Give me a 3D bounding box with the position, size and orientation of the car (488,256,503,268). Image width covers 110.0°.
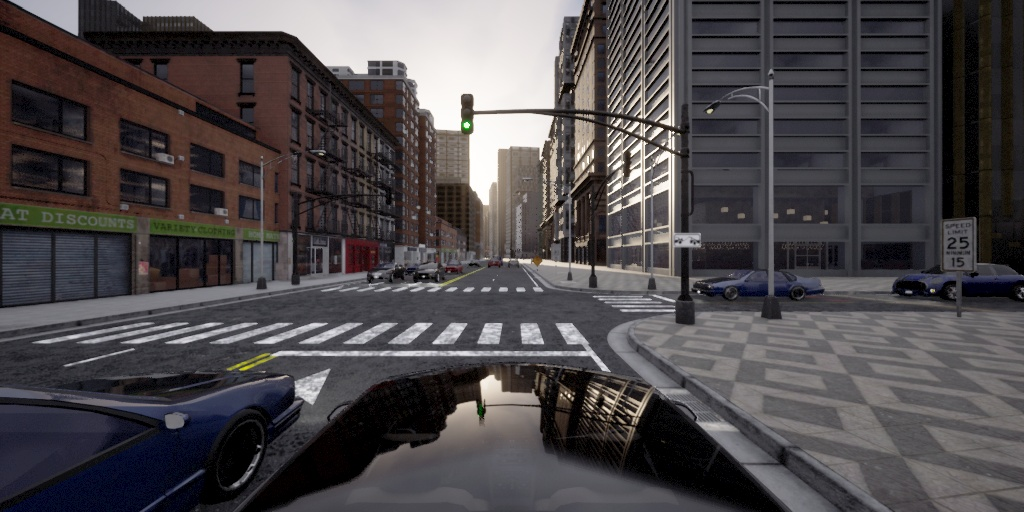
[{"bbox_3d":[-2.977,1.082,61.613,2.097,1.767,4.553,0,0,1],"label":"car"}]

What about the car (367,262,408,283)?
[{"bbox_3d":[-9.770,1.243,28.270,2.128,1.511,4.902,0,0,0],"label":"car"}]

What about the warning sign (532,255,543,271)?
[{"bbox_3d":[2.970,0.859,42.114,1.300,1.860,1.060,0,0,0],"label":"warning sign"}]

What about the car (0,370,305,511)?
[{"bbox_3d":[-3.149,1.298,1.350,2.033,1.411,5.357,0,0,0],"label":"car"}]

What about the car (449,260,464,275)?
[{"bbox_3d":[-6.487,1.346,39.135,1.895,1.301,4.718,0,0,0],"label":"car"}]

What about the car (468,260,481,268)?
[{"bbox_3d":[-6.351,1.331,61.317,1.895,1.301,4.718,0,0,1],"label":"car"}]

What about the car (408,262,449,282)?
[{"bbox_3d":[-6.531,1.257,28.710,1.837,1.490,4.892,0,0,-1],"label":"car"}]

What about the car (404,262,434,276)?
[{"bbox_3d":[-9.749,1.347,37.793,1.895,1.301,4.718,0,0,0],"label":"car"}]

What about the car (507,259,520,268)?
[{"bbox_3d":[0.277,1.222,61.231,2.128,1.511,4.902,0,0,0],"label":"car"}]

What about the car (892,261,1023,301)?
[{"bbox_3d":[20.984,1.124,16.912,4.553,1.767,2.097,0,0,1],"label":"car"}]

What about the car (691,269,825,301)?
[{"bbox_3d":[11.517,1.314,16.977,5.357,1.411,2.033,0,0,1],"label":"car"}]
